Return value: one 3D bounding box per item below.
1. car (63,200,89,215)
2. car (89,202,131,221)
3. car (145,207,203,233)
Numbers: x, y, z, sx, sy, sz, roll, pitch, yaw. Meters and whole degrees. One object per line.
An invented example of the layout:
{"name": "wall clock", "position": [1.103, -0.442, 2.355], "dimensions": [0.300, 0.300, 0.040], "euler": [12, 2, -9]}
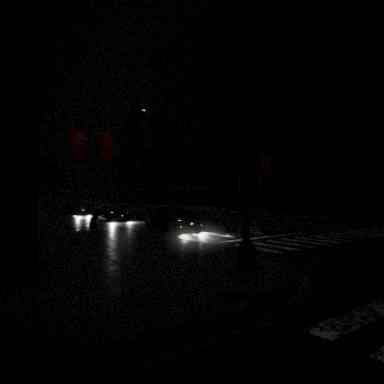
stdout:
{"name": "car", "position": [-12.671, 1.622, 36.395], "dimensions": [2.128, 1.511, 4.902], "euler": [0, 0, -35]}
{"name": "car", "position": [-6.905, 1.619, 28.359], "dimensions": [1.812, 1.442, 4.674], "euler": [0, 0, -36]}
{"name": "car", "position": [-1.169, 1.619, 20.372], "dimensions": [1.994, 1.385, 4.181], "euler": [0, 0, -36]}
